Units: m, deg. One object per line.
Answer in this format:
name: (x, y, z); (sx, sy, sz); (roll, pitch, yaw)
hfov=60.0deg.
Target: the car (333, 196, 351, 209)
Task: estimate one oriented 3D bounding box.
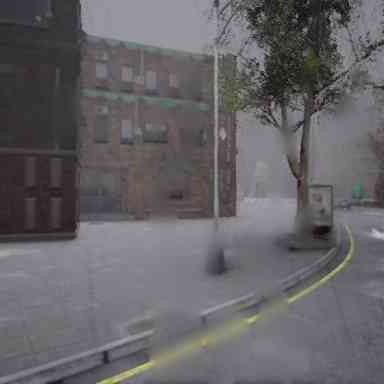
car: (15.747, 1.144, 37.030); (1.994, 1.385, 4.181); (0, 1, -7)
